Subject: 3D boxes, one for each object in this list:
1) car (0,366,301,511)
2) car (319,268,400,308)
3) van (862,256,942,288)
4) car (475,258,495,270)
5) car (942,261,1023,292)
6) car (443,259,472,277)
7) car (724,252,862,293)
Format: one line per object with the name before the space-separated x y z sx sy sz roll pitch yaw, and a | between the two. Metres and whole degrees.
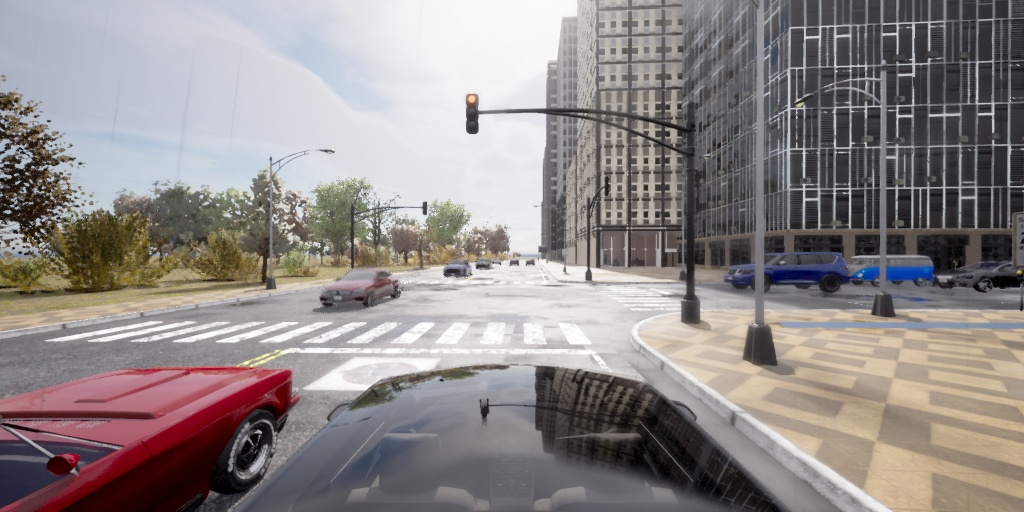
car | -3.117 1.351 1.573 1.895 1.301 4.718 0 0 0
car | -6.276 1.269 15.422 1.812 1.442 4.674 0 0 2
van | 22.097 0.859 21.113 3.998 1.789 1.690 0 0 4
car | -4.127 1.110 52.717 2.097 1.767 4.553 0 0 4
car | 24.565 0.999 18.220 4.902 1.511 2.128 0 0 4
car | -5.215 1.102 34.792 2.097 1.767 4.553 0 0 3
car | 14.385 0.813 18.921 5.566 2.045 2.150 0 0 4
